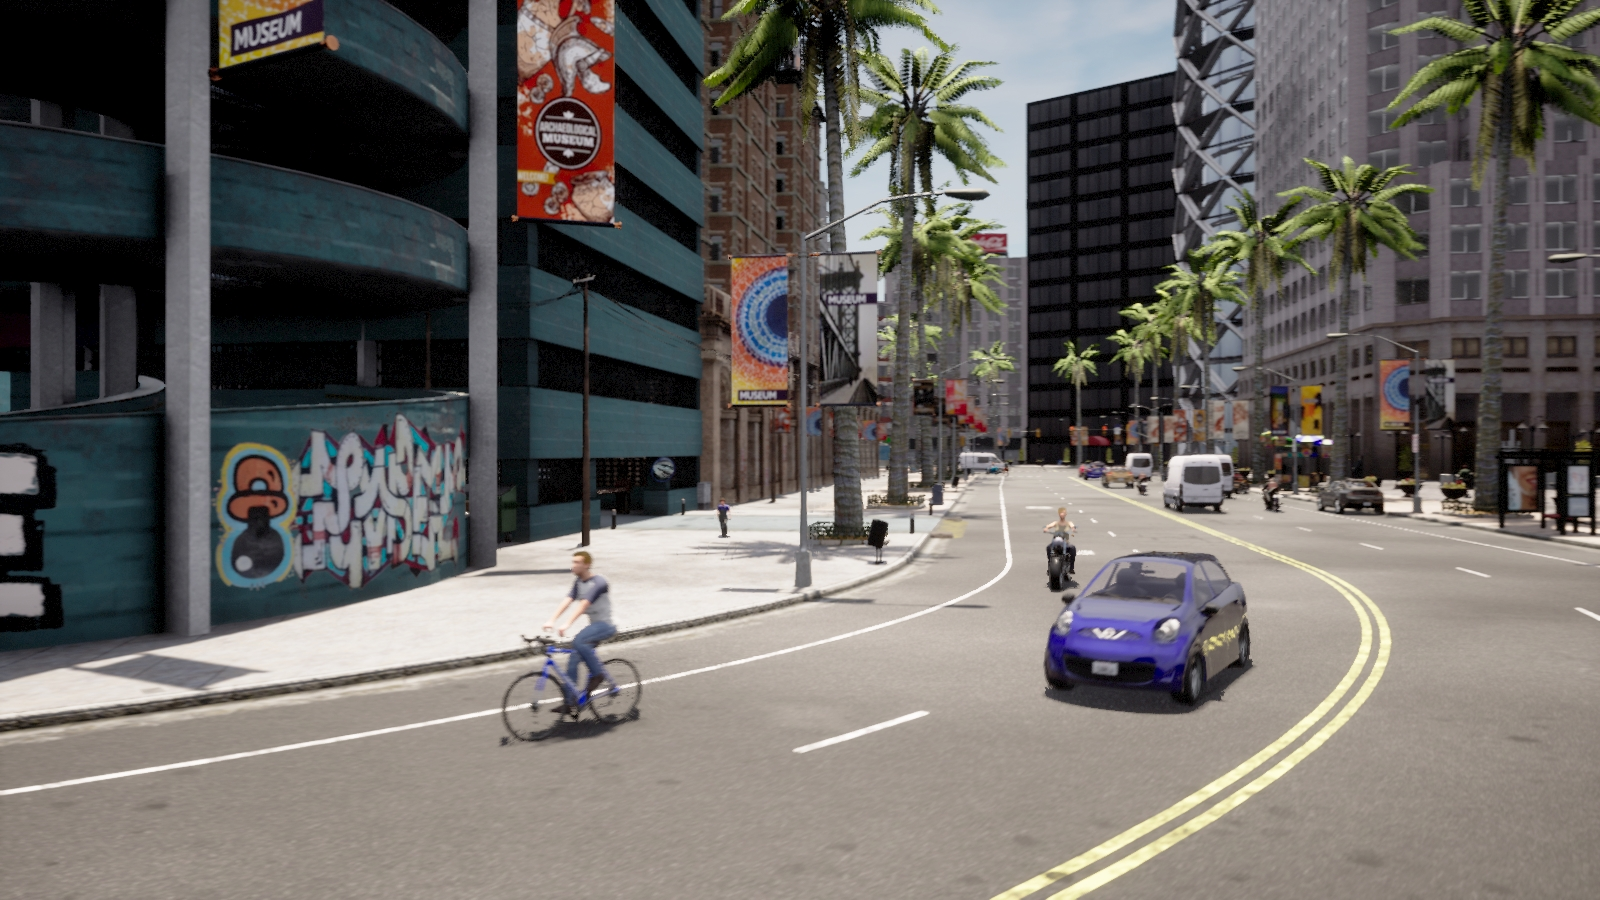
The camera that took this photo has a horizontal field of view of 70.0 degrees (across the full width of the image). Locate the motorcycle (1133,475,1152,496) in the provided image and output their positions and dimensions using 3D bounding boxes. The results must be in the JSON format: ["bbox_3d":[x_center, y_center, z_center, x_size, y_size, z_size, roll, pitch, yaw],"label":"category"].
[{"bbox_3d":[21.653,2.249,72.301,0.867,1.251,2.209,0,0,10],"label":"motorcycle"}]

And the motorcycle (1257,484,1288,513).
[{"bbox_3d":[21.884,2.234,52.986,0.867,1.251,2.209,0,0,10],"label":"motorcycle"}]

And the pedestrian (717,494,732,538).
[{"bbox_3d":[-2.306,2.004,34.831,0.375,1.300,0.375,0,0,12],"label":"pedestrian"}]

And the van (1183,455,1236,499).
[{"bbox_3d":[24.616,1.574,68.908,1.988,2.561,5.915,0,0,10],"label":"van"}]

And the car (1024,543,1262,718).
[{"bbox_3d":[4.294,2.046,13.949,1.845,1.501,3.633,0,0,33],"label":"car"}]

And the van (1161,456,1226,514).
[{"bbox_3d":[18.514,1.566,54.071,1.988,2.561,5.915,0,0,10],"label":"van"}]

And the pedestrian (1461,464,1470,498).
[{"bbox_3d":[37.454,1.736,64.304,0.375,1.860,0.375,0,0,11],"label":"pedestrian"}]
